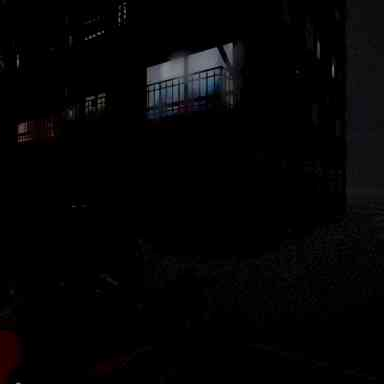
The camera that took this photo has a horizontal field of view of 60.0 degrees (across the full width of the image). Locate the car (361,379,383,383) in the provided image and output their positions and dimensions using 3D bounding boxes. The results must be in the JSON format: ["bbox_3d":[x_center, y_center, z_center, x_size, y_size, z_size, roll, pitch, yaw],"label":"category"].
[{"bbox_3d":[2.555,1.566,1.052,4.313,1.339,1.947,0,0,36],"label":"car"}]

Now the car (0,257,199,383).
[{"bbox_3d":[-2.032,1.545,4.327,4.507,1.381,1.887,0,0,36],"label":"car"}]
